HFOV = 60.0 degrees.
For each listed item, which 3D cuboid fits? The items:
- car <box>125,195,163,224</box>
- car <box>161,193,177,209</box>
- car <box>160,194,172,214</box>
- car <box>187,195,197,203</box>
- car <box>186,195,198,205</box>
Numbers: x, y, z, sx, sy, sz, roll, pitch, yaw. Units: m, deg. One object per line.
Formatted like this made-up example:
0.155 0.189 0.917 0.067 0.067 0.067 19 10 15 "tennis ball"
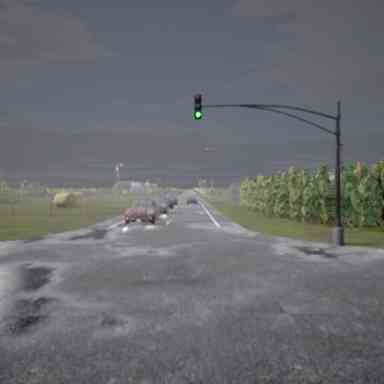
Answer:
-3.632 1.358 25.015 2.097 1.767 4.553 0 0 1 "car"
-3.592 1.215 45.324 2.150 2.045 5.566 0 0 0 "car"
-3.600 1.355 35.112 2.097 1.767 4.553 0 0 0 "car"
-0.003 1.441 67.541 2.128 1.511 4.902 0 0 0 "car"
0.049 1.483 57.236 1.837 1.490 4.892 0 0 1 "car"
